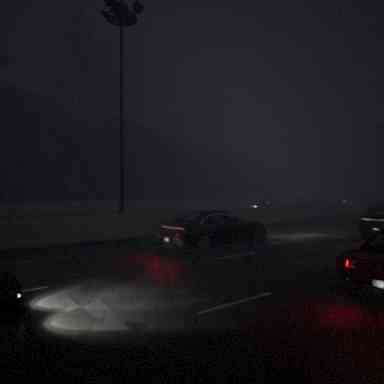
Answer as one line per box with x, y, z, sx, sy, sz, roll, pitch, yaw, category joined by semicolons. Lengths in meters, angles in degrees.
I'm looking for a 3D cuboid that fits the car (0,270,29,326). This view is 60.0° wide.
-5.213;1.559;4.380;5.357;1.411;2.033;0;0;-35;car

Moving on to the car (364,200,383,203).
14.977;1.470;25.819;4.892;1.490;1.837;0;0;-44;car

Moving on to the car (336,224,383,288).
5.588;1.588;8.169;4.718;1.301;1.895;0;0;-38;car

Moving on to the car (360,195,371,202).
39.376;1.456;75.492;1.994;1.385;4.181;0;0;29;car

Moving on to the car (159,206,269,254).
0.982;1.488;13.470;4.902;1.511;2.128;0;0;-38;car

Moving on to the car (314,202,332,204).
16.561;1.485;42.980;1.812;1.442;4.674;0;0;41;car

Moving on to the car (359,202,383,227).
10.038;1.468;16.483;4.902;1.511;2.128;0;0;-41;car
